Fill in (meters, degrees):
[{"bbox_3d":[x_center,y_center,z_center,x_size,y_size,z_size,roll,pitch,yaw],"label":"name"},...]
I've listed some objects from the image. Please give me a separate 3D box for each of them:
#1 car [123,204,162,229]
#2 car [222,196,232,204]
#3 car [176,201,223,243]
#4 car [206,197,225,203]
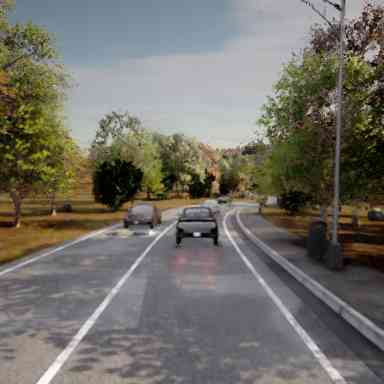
[{"bbox_3d":[-3.081,1.495,21.644,1.812,1.442,4.674,0,0,4],"label":"car"},{"bbox_3d":[6.029,1.528,62.026,2.033,1.411,5.357,2,0,22],"label":"car"},{"bbox_3d":[0.278,1.449,15.988,2.128,1.511,4.902,0,1,2],"label":"car"},{"bbox_3d":[1.969,1.525,33.401,1.812,1.442,4.674,1,0,9],"label":"car"}]
